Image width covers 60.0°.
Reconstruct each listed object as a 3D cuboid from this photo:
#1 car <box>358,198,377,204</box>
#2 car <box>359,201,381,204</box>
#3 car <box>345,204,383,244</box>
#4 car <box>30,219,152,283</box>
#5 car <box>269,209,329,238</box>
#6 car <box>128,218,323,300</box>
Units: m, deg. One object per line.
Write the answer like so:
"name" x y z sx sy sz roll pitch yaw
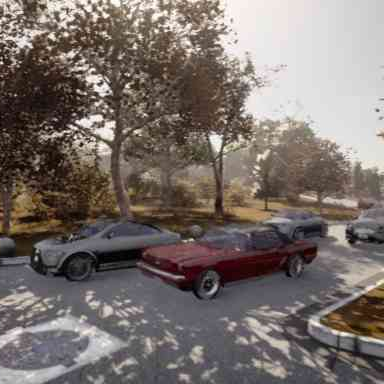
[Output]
"car" 22.928 1.559 43.066 1.882 1.535 5.008 0 0 14
"car" 14.809 1.645 25.825 2.033 1.411 5.357 1 0 38
"car" 8.454 1.484 14.685 4.902 1.511 2.128 1 0 -44
"car" -2.294 1.485 9.512 4.181 1.385 1.994 0 0 -37
"car" 4.715 1.517 15.636 4.181 1.385 1.994 1 0 -44
"car" 1.035 1.546 8.369 4.718 1.301 1.895 0 0 -37
